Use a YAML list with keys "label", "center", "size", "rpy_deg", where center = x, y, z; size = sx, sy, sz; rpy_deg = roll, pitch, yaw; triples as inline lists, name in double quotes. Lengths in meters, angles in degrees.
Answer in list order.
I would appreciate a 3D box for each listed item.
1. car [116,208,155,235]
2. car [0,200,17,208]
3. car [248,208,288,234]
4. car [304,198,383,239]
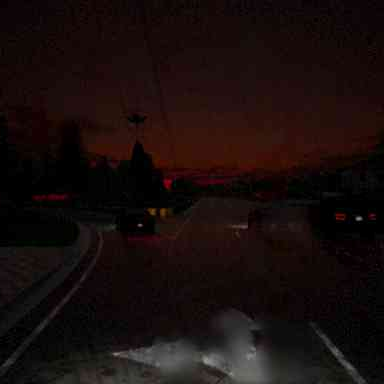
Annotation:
- label: "car"
  center: [-3.606, 1.703, 20.635]
  size: [1.882, 1.535, 5.008]
  rpy_deg: [0, -1, -18]
- label: "car"
  center: [-35.984, 2.345, 65.315]
  size: [4.902, 1.511, 2.128]
  rpy_deg: [-1, -1, 43]
- label: "car"
  center: [4.540, 1.710, 20.348]
  size: [1.812, 1.442, 4.674]
  rpy_deg: [0, -1, 2]
- label: "car"
  center: [7.957, 1.369, 18.302]
  size: [2.150, 2.045, 5.566]
  rpy_deg: [0, -1, 2]
